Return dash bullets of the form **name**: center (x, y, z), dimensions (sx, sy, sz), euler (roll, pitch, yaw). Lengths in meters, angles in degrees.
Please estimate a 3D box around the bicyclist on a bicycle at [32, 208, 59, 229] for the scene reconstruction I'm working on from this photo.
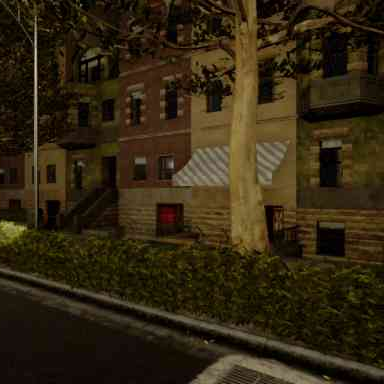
- **bicyclist on a bicycle**: center (-4.729, 1.339, 10.517), dimensions (0.582, 1.620, 1.656), euler (0, -4, 34)
